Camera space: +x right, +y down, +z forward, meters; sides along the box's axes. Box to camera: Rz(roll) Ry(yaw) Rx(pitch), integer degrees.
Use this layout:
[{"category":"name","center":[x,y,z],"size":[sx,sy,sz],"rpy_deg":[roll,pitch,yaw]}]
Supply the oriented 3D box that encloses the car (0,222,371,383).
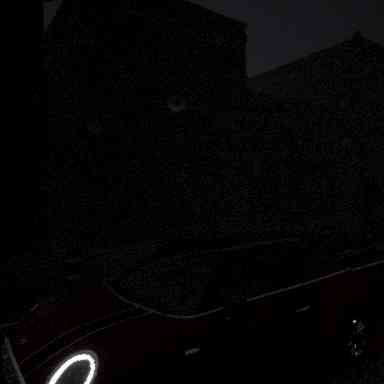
[{"category":"car","center":[0.190,1.342,4.127],"size":[4.553,1.767,2.097],"rpy_deg":[0,0,-35]}]
